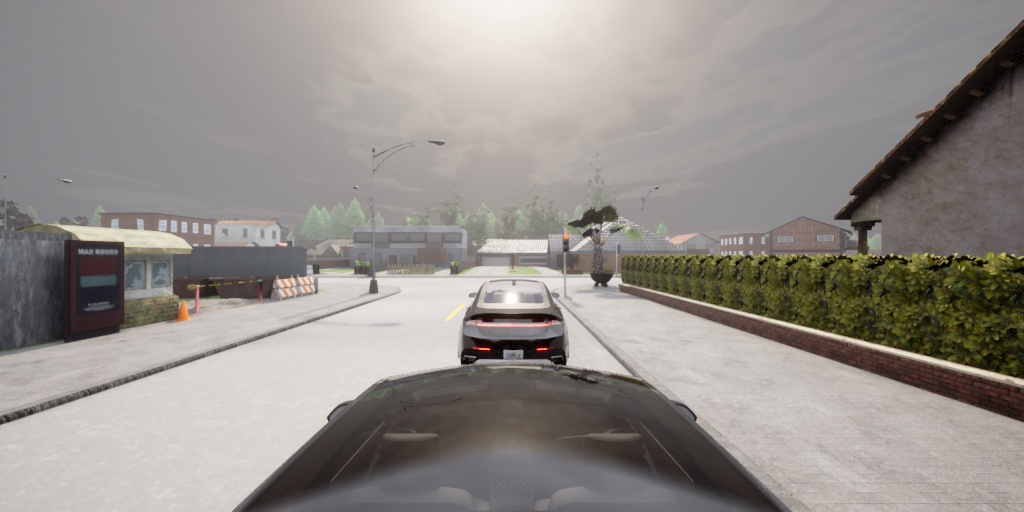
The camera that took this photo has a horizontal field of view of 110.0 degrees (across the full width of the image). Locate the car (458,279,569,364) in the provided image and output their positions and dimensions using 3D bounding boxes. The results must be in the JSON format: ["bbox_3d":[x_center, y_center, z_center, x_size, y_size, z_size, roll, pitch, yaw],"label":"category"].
[{"bbox_3d":[0.042,1.241,7.724,2.128,1.511,4.902,0,0,1],"label":"car"}]

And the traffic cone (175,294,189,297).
[{"bbox_3d":[-10.392,1.568,11.070,0.344,0.586,0.344,0,0,0],"label":"traffic cone"}]

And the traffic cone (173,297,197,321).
[{"bbox_3d":[-9.672,1.598,10.550,0.344,0.586,0.344,0,0,0],"label":"traffic cone"}]
